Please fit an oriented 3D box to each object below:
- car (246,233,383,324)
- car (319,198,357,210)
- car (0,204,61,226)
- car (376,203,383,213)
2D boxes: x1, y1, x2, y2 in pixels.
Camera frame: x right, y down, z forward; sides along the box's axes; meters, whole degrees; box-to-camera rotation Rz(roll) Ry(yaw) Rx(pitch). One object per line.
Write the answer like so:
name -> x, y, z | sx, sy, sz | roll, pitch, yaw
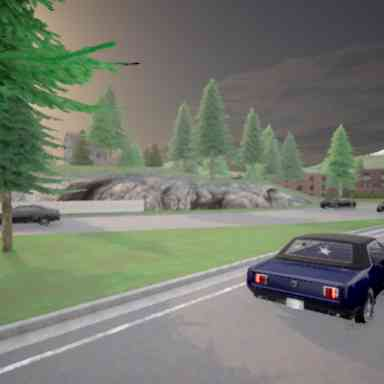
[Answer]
car -> 3.194, 1.557, 7.180 | 1.895, 1.301, 4.718 | 0, 0, 42
car -> 16.845, 1.362, 38.378 | 4.718, 1.301, 1.895 | -1, 0, -33
car -> -11.273, 1.559, 22.316 | 4.674, 1.442, 1.812 | 0, 0, -19
car -> 19.509, 1.321, 31.780 | 4.181, 1.385, 1.994 | 0, 0, -33
